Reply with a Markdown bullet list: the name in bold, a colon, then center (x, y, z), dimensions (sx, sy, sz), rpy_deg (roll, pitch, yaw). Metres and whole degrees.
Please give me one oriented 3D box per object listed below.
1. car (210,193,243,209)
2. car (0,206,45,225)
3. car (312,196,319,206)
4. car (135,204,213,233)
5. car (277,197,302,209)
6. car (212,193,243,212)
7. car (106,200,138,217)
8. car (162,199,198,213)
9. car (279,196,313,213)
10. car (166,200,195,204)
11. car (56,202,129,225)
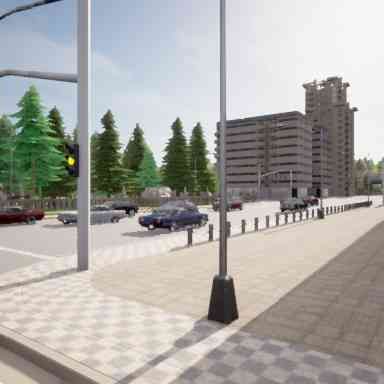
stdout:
- **car**: center (4.951, 1.221, 46.594), dimensions (2.150, 2.045, 5.566), rpy_deg (0, 0, 36)
- **car**: center (-12.527, 1.601, 22.200), dimensions (1.895, 1.301, 4.718), rpy_deg (0, 0, 37)
- **car**: center (19.073, 1.352, 54.098), dimensions (2.097, 1.767, 4.553), rpy_deg (0, 0, 35)
- **car**: center (-0.927, 1.601, 19.966), dimensions (1.895, 1.301, 4.718), rpy_deg (0, 0, 35)
- **car**: center (13.785, 1.505, 46.668), dimensions (1.837, 1.490, 4.892), rpy_deg (0, 0, 36)
- **car**: center (4.304, 1.352, 39.699), dimensions (2.097, 1.767, 4.553), rpy_deg (0, 0, 36)
- **car**: center (-7.044, 1.478, 29.821), dimensions (1.882, 1.535, 5.008), rpy_deg (0, 0, 36)
- **car**: center (-1.298, 1.564, 37.891), dimensions (1.994, 1.385, 4.181), rpy_deg (0, 0, 35)
- **car**: center (11.595, 1.547, 37.556), dimensions (2.033, 1.411, 5.357), rpy_deg (0, 0, 35)
- **car**: center (-1.502, 1.547, 31.563), dimensions (2.033, 1.411, 5.357), rpy_deg (0, 0, 36)
- **car**: center (-7.103, 1.601, 23.703), dimensions (1.895, 1.301, 4.718), rpy_deg (0, 0, 35)
